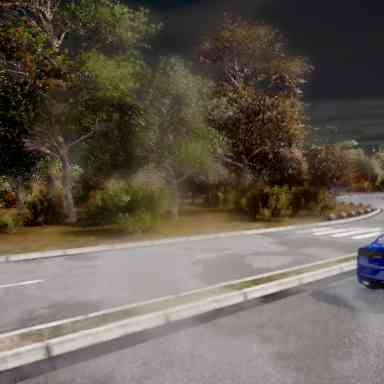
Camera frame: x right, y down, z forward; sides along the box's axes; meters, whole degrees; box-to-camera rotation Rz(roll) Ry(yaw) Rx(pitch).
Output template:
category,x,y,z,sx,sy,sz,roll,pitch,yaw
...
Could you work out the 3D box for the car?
category,x,y,z,sx,sy,sz,roll,pitch,yaw
car,5.963,1.508,8.124,5.008,1.535,1.882,0,0,-37
